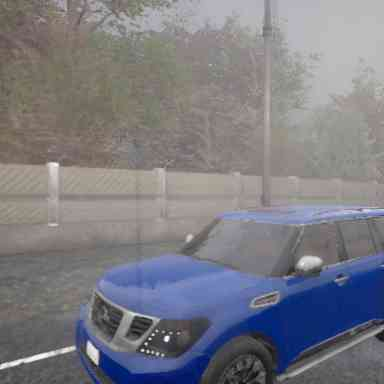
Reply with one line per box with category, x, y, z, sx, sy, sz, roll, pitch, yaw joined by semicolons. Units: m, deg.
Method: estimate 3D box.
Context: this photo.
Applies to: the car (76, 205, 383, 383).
car;1.276;1.248;4.889;5.566;2.045;2.150;0;0;-35
